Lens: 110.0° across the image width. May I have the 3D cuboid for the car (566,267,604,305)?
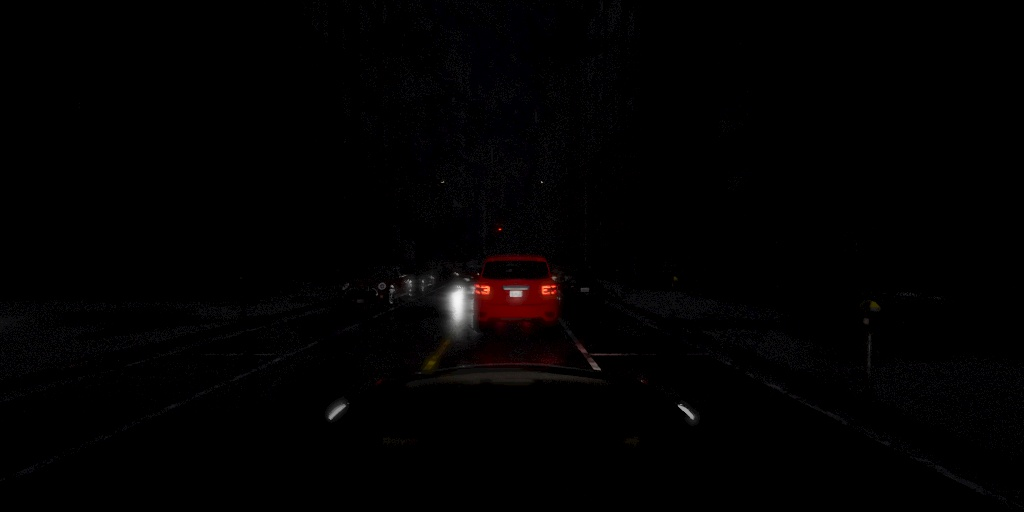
[{"bbox_3d":[2.768,1.314,15.619,1.948,1.339,4.313,0,0,0],"label":"car"}]

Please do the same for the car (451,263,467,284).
[{"bbox_3d":[-3.018,1.350,26.819,1.895,1.301,4.718,0,0,1],"label":"car"}]

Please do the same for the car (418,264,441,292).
[{"bbox_3d":[-5.755,1.314,21.129,1.948,1.339,4.313,0,0,0],"label":"car"}]

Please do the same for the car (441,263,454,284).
[{"bbox_3d":[-5.753,1.299,26.634,2.007,1.370,4.403,0,0,0],"label":"car"}]

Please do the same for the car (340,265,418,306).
[{"bbox_3d":[-5.758,1.188,15.623,1.967,1.591,4.097,0,0,0],"label":"car"}]

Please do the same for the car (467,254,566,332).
[{"bbox_3d":[0.106,0.970,10.981,2.150,2.045,5.566,0,0,0],"label":"car"}]
